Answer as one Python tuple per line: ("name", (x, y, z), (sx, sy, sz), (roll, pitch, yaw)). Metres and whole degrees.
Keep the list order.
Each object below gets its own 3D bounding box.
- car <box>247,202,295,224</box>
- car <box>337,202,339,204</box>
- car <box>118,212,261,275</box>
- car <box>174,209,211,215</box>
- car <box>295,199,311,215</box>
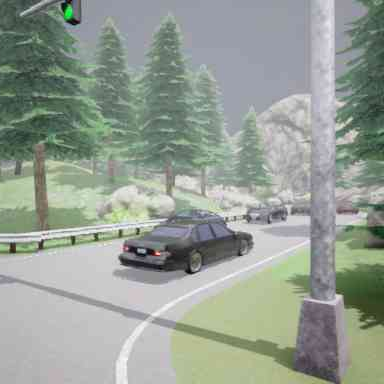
("car", (5.713, 1.505, 25.140), (2.128, 1.511, 4.902), (0, 0, 35))
("car", (17.041, 1.638, 36.647), (1.994, 1.385, 4.181), (1, 0, 20))
("car", (0.118, 1.594, 10.708), (2.033, 1.411, 5.357), (0, 0, 35))
("car", (0.055, 1.578, 16.960), (1.994, 1.385, 4.181), (0, 0, 35))
("car", (11.309, 1.519, 33.688), (1.837, 1.490, 4.892), (0, 0, 28))
